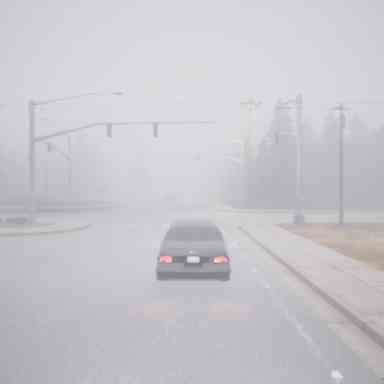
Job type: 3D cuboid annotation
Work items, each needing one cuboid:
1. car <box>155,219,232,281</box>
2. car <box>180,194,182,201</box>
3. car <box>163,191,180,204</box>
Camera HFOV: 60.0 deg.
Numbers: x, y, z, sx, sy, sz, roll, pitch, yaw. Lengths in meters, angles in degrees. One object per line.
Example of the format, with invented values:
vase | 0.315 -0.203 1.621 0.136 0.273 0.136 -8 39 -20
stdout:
car | 0.053 1.490 9.696 2.033 1.411 5.357 0 0 1
car | -3.264 0.955 71.714 2.097 1.767 4.553 0 0 1
car | -3.553 0.918 55.111 2.150 2.045 5.566 0 0 0
